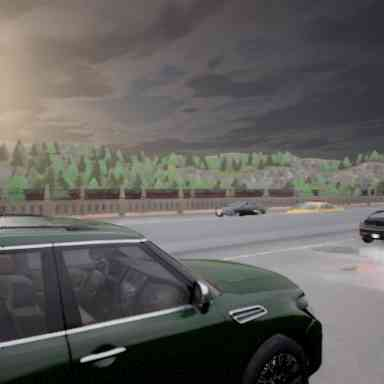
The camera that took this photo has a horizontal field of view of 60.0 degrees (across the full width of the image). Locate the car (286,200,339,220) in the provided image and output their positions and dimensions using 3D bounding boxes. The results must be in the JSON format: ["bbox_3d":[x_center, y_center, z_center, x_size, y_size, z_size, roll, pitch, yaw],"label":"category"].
[{"bbox_3d":[10.392,1.502,28.587,4.892,1.490,1.837,0,0,-35],"label":"car"}]

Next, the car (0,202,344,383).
[{"bbox_3d":[-1.241,1.221,2.860,5.566,2.045,2.150,0,0,-36],"label":"car"}]

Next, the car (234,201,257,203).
[{"bbox_3d":[4.188,1.488,28.466,4.902,1.511,2.128,0,0,-35],"label":"car"}]

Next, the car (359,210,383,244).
[{"bbox_3d":[9.294,1.504,14.679,4.892,1.490,1.837,0,0,-36],"label":"car"}]

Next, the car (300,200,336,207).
[{"bbox_3d":[8.463,1.476,22.919,5.008,1.535,1.882,0,0,-35],"label":"car"}]
